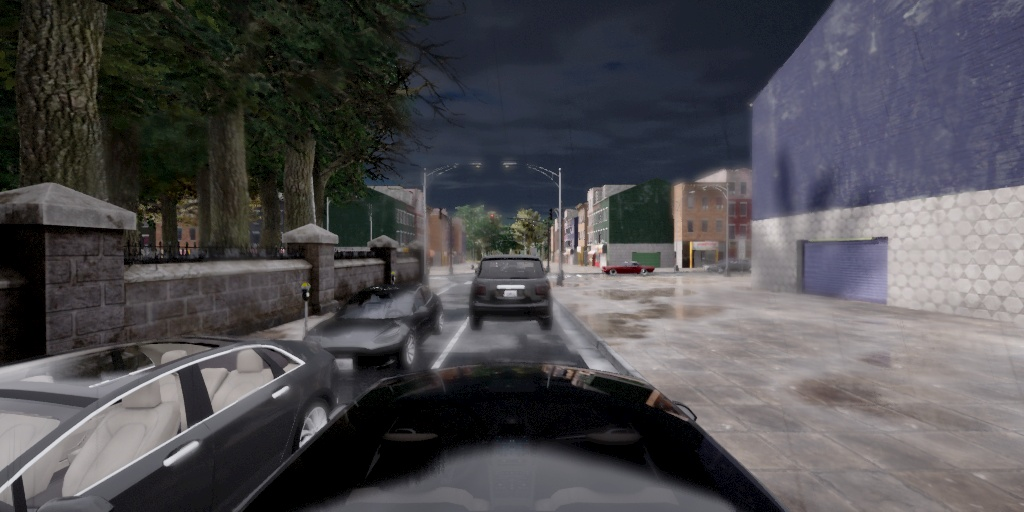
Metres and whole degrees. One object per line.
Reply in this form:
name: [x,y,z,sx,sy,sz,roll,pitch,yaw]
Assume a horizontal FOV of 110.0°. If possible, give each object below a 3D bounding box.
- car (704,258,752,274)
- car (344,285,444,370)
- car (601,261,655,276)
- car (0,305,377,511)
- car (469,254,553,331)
car: [21.030,0.943,34.319,4.902,1.511,2.128,-1,1,0]
car: [-2.634,1.316,7.761,1.948,1.339,4.313,0,0,0]
car: [10.993,1.187,34.334,4.718,1.301,1.895,-1,1,0]
car: [-2.641,1.300,2.073,2.007,1.370,4.403,0,0,0]
car: [-0.011,0.973,11.071,2.150,2.045,5.566,0,0,0]
